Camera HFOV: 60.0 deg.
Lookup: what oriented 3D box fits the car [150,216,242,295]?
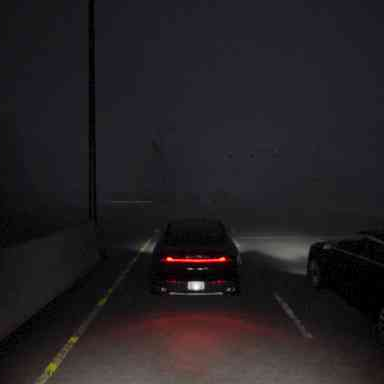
[{"bbox_3d":[0.077,1.368,8.325,1.837,1.490,4.892,0,1,0],"label":"car"}]

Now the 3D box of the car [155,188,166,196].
[{"bbox_3d":[-7.002,0.211,66.682,1.994,1.385,4.181,0,1,0],"label":"car"}]

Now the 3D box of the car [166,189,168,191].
[{"bbox_3d":[-6.985,-0.322,81.497,1.812,1.442,4.674,0,1,0],"label":"car"}]

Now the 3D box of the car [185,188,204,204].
[{"bbox_3d":[0.107,0.665,41.581,2.128,1.511,4.902,0,1,0],"label":"car"}]

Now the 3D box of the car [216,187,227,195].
[{"bbox_3d":[7.015,-0.260,79.069,2.097,1.767,4.553,0,1,0],"label":"car"}]

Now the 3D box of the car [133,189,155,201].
[{"bbox_3d":[-7.075,0.484,49.551,1.882,1.535,5.008,0,1,0],"label":"car"}]

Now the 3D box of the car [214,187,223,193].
[{"bbox_3d":[7.016,-0.559,88.235,2.097,1.767,4.553,0,1,0],"label":"car"}]

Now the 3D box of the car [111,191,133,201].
[{"bbox_3d":[-10.578,0.557,49.415,2.033,1.411,5.357,0,1,0],"label":"car"}]

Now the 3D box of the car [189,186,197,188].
[{"bbox_3d":[0.014,-0.058,77.854,2.033,1.411,5.357,0,1,0],"label":"car"}]

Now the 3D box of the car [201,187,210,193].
[{"bbox_3d":[3.516,-0.559,88.236,2.097,1.767,4.553,0,1,0],"label":"car"}]

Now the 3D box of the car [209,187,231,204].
[{"bbox_3d":[3.607,0.531,41.312,2.097,1.767,4.553,0,1,0],"label":"car"}]

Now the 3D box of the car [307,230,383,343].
[{"bbox_3d":[3.567,1.405,5.814,2.128,1.511,4.902,0,1,0],"label":"car"}]

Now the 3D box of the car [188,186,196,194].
[{"bbox_3d":[0.016,-0.691,88.294,2.150,2.045,5.566,0,1,0],"label":"car"}]

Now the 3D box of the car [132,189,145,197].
[{"bbox_3d":[-10.510,0.146,65.721,1.882,1.535,5.008,0,1,0],"label":"car"}]

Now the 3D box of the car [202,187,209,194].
[{"bbox_3d":[3.514,-0.101,77.853,1.837,1.490,4.892,0,1,0],"label":"car"}]

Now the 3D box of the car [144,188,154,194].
[{"bbox_3d":[-10.485,-0.191,80.946,1.895,1.301,4.718,0,1,0],"label":"car"}]
